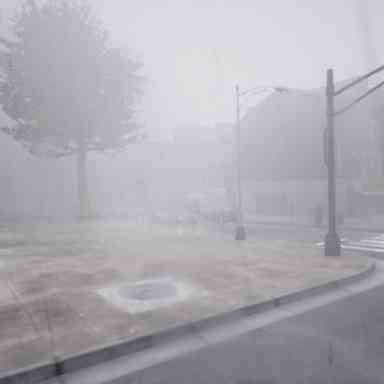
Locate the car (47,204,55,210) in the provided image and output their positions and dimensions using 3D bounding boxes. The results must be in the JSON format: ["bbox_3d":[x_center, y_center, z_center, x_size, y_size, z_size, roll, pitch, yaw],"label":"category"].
[{"bbox_3d":[-29.912,3.232,71.157,1.802,1.307,4.206,-4,1,-35],"label":"car"}]

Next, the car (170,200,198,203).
[{"bbox_3d":[-1.163,1.707,30.501,2.192,1.841,5.009,-4,1,-35],"label":"car"}]

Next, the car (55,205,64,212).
[{"bbox_3d":[-23.621,2.894,62.261,1.752,1.417,4.829,-4,1,-35],"label":"car"}]

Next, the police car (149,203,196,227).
[{"bbox_3d":[-1.441,1.889,26.379,2.038,1.542,4.974,-2,0,-35],"label":"police car"}]

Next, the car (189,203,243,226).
[{"bbox_3d":[2.046,1.807,25.986,2.008,1.369,4.403,-4,1,-35],"label":"car"}]

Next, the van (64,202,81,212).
[{"bbox_3d":[-20.338,2.565,57.604,1.690,1.788,3.998,-4,1,-35],"label":"van"}]
